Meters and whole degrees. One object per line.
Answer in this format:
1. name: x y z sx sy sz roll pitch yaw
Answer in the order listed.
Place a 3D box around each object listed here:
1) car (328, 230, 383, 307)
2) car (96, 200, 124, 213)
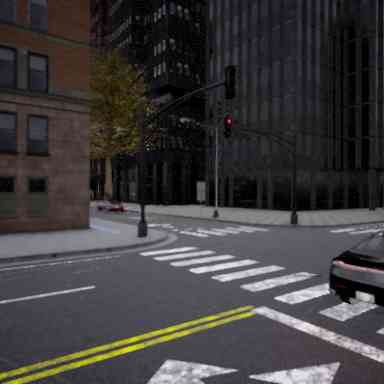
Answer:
1. car: 4.811 1.510 6.861 4.902 1.511 2.128 0 0 -35
2. car: -9.329 1.569 37.680 1.994 1.385 4.181 0 0 -36
